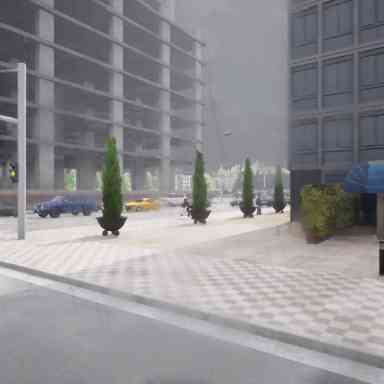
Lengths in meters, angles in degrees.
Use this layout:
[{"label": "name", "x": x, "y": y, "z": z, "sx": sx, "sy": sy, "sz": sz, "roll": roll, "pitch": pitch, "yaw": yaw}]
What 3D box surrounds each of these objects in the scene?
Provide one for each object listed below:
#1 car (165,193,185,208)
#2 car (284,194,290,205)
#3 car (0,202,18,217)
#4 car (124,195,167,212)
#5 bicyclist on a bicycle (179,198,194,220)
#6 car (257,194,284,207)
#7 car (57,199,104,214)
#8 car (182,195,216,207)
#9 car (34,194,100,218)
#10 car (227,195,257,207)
[{"label": "car", "x": -2.961, "y": 1.222, "z": 48.150, "sx": 2.150, "sy": 2.045, "sz": 5.566, "roll": 0, "pitch": 0, "yaw": 36}, {"label": "car", "x": 17.127, "y": 1.491, "z": 57.722, "sx": 2.128, "sy": 1.511, "sz": 4.902, "roll": 0, "pitch": 0, "yaw": 36}, {"label": "car", "x": -16.970, "y": 1.564, "z": 28.775, "sx": 1.994, "sy": 1.385, "sz": 4.181, "roll": 0, "pitch": 0, "yaw": 36}, {"label": "car", "x": -5.601, "y": 1.478, "z": 38.534, "sx": 1.882, "sy": 1.535, "sz": 5.008, "roll": 0, "pitch": 0, "yaw": 36}, {"label": "bicyclist on a bicycle", "x": -0.367, "y": 1.301, "z": 25.316, "sx": 1.656, "sy": 1.620, "sz": 0.582, "roll": 0, "pitch": 0, "yaw": 36}, {"label": "car", "x": 11.612, "y": 1.491, "z": 50.074, "sx": 2.128, "sy": 1.511, "sz": 4.902, "roll": 0, "pitch": 0, "yaw": 36}, {"label": "car", "x": -11.910, "y": 1.526, "z": 35.777, "sx": 1.812, "sy": 1.442, "sz": 4.674, "roll": 0, "pitch": 0, "yaw": 36}, {"label": "car", "x": 1.017, "y": 1.525, "z": 47.661, "sx": 1.812, "sy": 1.442, "sz": 4.674, "roll": 0, "pitch": 0, "yaw": 36}, {"label": "car", "x": -11.455, "y": 1.221, "z": 30.432, "sx": 2.150, "sy": 2.045, "sz": 5.566, "roll": 0, "pitch": 0, "yaw": 36}, {"label": "car", "x": 7.626, "y": 1.601, "z": 50.609, "sx": 1.895, "sy": 1.301, "sz": 4.718, "roll": 0, "pitch": 0, "yaw": 36}]
